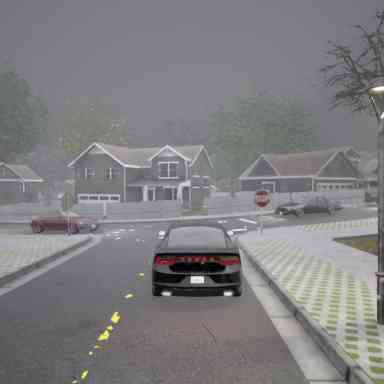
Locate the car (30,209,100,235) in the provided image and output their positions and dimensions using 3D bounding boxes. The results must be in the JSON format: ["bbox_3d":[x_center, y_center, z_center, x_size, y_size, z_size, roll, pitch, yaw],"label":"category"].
[{"bbox_3d":[-7.931,1.816,20.593,4.674,1.442,1.812,-2,0,24],"label":"car"}]

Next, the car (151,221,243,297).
[{"bbox_3d":[0.109,1.475,8.629,1.882,1.535,5.008,0,0,0],"label":"car"}]

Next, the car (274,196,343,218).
[{"bbox_3d":[8.946,1.061,25.360,5.357,1.411,2.033,-3,2,-23],"label":"car"}]
